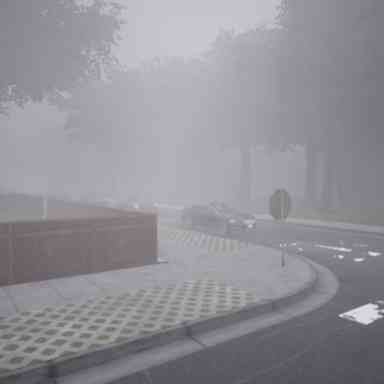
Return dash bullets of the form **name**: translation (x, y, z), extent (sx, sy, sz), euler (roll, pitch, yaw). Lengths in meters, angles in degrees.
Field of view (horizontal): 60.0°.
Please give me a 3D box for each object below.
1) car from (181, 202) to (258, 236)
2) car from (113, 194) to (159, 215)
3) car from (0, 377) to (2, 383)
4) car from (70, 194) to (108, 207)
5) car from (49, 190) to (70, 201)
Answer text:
- **car**: translation (1.301, 1.290, 17.562), extent (2.128, 1.511, 4.902), euler (-2, 2, -35)
- **car**: translation (-4.386, 0.951, 25.595), extent (2.097, 1.767, 4.553), euler (-2, 2, -35)
- **car**: translation (-3.114, 1.527, 0.959), extent (4.674, 1.442, 1.812), euler (0, 0, -36)
- **car**: translation (-10.382, 0.898, 34.082), extent (2.033, 1.411, 5.357), euler (-2, 3, -35)
- **car**: translation (-17.769, 0.414, 44.624), extent (1.882, 1.535, 5.008), euler (-2, 3, -35)
